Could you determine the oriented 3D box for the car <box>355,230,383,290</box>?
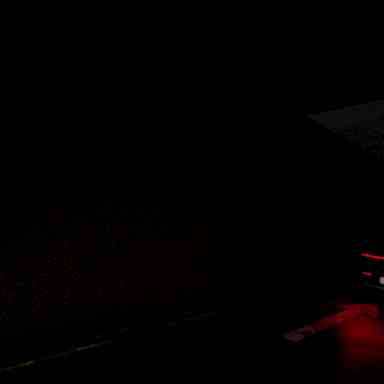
[{"bbox_3d":[5.783,1.504,7.886,4.892,1.490,1.837,0,0,-36],"label":"car"}]
